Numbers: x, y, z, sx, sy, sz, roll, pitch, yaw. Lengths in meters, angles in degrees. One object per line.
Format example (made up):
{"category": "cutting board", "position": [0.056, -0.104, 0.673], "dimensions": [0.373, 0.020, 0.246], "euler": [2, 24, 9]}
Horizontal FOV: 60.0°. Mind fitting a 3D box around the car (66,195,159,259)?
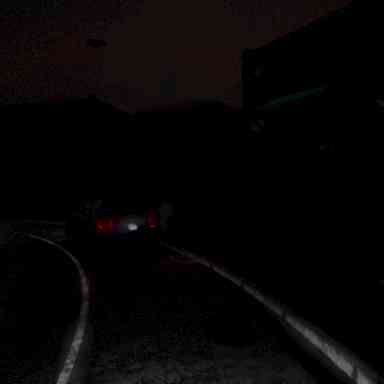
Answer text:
{"category": "car", "position": [-3.212, 1.128, 12.662], "dimensions": [2.150, 2.045, 5.566], "euler": [-1, 2, -31]}
